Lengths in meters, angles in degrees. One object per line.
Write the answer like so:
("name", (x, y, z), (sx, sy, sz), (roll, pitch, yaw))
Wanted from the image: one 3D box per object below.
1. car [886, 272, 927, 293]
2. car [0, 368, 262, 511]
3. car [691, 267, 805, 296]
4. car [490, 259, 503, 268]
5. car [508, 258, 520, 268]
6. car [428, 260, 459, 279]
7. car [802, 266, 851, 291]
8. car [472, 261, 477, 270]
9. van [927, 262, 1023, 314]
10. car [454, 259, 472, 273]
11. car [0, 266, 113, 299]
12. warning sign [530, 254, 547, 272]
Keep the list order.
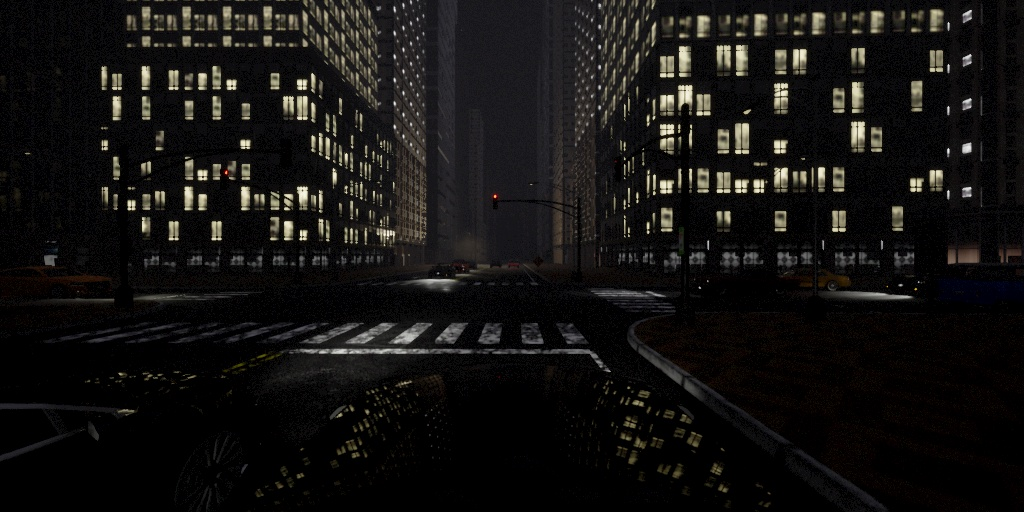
("car", (22.206, 1.340, 18.549), (4.181, 1.385, 1.994), (0, 0, 3))
("car", (-3.154, 1.241, 1.219), (2.128, 1.511, 4.902), (0, 0, 0))
("car", (12.182, 1.370, 18.966), (4.718, 1.301, 1.895), (0, 0, 2))
("car", (-2.876, 1.369, 63.848), (1.837, 1.490, 4.892), (0, 0, 0))
("car", (0.276, 1.468, 64.466), (1.895, 1.301, 4.718), (0, 0, 0))
("car", (-6.461, 1.345, 33.417), (1.994, 1.385, 4.181), (0, 0, 0))
("car", (17.172, 1.295, 21.359), (4.829, 1.417, 1.751), (0, 0, 2))
("car", (-6.362, 1.379, 54.077), (2.033, 1.411, 5.357), (0, 0, 0))
("van", (18.407, 1.120, 13.182), (3.998, 1.789, 1.690), (0, 0, 2))
("car", (-6.417, 1.154, 43.414), (2.097, 1.767, 4.553), (0, 0, 0))
("car", (-22.317, 1.237, 17.243), (5.008, 1.535, 1.882), (0, 0, 0))
("warning sign", (3.024, 0.913, 41.409), (1.300, 1.860, 1.060), (0, 0, 0))
